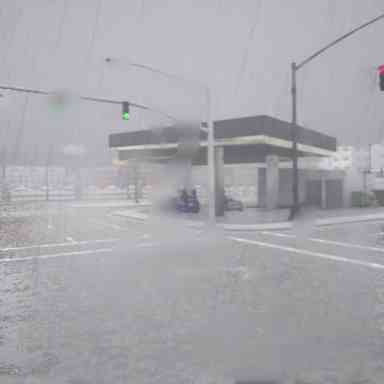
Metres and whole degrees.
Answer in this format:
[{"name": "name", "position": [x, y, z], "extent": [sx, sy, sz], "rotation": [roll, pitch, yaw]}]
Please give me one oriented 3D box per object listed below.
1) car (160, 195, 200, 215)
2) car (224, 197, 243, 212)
[{"name": "car", "position": [-1.190, 1.149, 30.501], "extent": [2.242, 1.667, 4.611], "rotation": [-1, 0, -30]}, {"name": "car", "position": [3.368, 1.217, 34.083], "extent": [1.970, 1.475, 3.806], "rotation": [-1, 0, -30]}]
